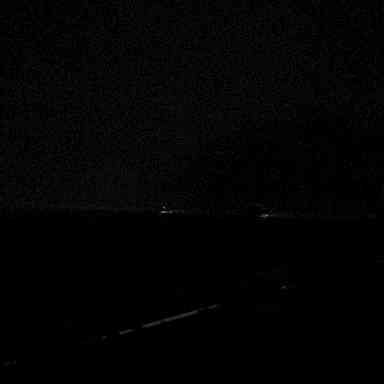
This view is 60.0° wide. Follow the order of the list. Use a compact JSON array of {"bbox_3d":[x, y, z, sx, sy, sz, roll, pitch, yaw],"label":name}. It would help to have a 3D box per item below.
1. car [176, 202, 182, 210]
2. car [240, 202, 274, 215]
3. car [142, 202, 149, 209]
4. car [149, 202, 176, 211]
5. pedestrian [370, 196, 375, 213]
[{"bbox_3d":[-3.533,2.714,63.051,1.812,1.442,4.674,-1,-1,-33],"label":"car"},{"bbox_3d":[7.603,1.931,39.397,1.812,1.442,4.674,-1,-2,-33],"label":"car"},{"bbox_3d":[-9.005,2.782,71.434,1.882,1.535,5.008,-1,-1,-33],"label":"car"},{"bbox_3d":[-5.389,2.664,59.390,1.837,1.490,4.892,-1,-2,-33],"label":"car"},{"bbox_3d":[19.235,1.310,35.469,0.375,1.860,0.375,-3,2,-33],"label":"pedestrian"}]
